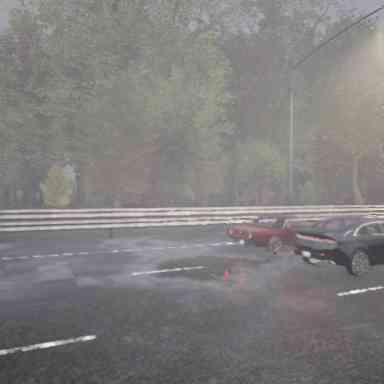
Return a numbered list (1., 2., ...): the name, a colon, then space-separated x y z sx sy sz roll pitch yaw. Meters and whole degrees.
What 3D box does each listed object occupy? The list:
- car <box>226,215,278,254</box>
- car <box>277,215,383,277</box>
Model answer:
1. car: 3.864 1.600 13.442 4.718 1.301 1.895 1 0 -25
2. car: 5.358 1.525 10.271 4.902 1.511 2.128 1 0 -25
